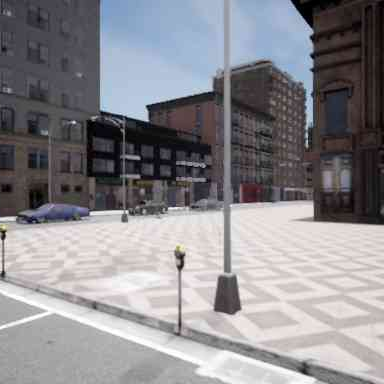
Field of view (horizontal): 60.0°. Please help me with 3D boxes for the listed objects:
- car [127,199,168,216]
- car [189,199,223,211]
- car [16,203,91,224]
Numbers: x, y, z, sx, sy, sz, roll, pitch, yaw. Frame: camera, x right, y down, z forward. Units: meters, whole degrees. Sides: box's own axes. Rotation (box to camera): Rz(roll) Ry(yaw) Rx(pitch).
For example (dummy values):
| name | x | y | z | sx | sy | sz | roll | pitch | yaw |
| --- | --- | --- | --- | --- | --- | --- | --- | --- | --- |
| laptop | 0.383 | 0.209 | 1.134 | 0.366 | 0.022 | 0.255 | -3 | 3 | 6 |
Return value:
| name | x | y | z | sx | sy | sz | roll | pitch | yaw |
| --- | --- | --- | --- | --- | --- | --- | --- | --- | --- |
| car | -4.430 | 1.535 | 33.736 | 1.837 | 1.490 | 4.892 | 0 | 0 | 37 |
| car | 1.872 | 1.586 | 42.279 | 2.033 | 1.411 | 5.357 | 0 | 0 | 36 |
| car | -10.466 | 1.573 | 25.545 | 2.033 | 1.411 | 5.357 | 0 | 0 | 36 |
